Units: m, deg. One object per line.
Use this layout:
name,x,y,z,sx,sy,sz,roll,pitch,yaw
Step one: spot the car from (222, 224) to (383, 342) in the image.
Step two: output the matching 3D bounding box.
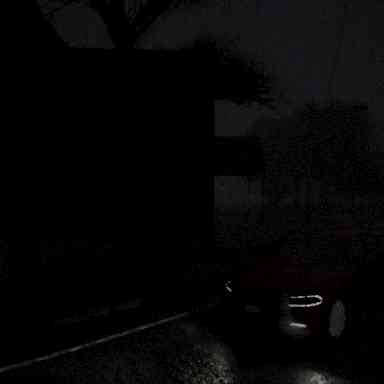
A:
car,2.630,1.482,6.802,1.882,1.535,5.008,0,0,44
